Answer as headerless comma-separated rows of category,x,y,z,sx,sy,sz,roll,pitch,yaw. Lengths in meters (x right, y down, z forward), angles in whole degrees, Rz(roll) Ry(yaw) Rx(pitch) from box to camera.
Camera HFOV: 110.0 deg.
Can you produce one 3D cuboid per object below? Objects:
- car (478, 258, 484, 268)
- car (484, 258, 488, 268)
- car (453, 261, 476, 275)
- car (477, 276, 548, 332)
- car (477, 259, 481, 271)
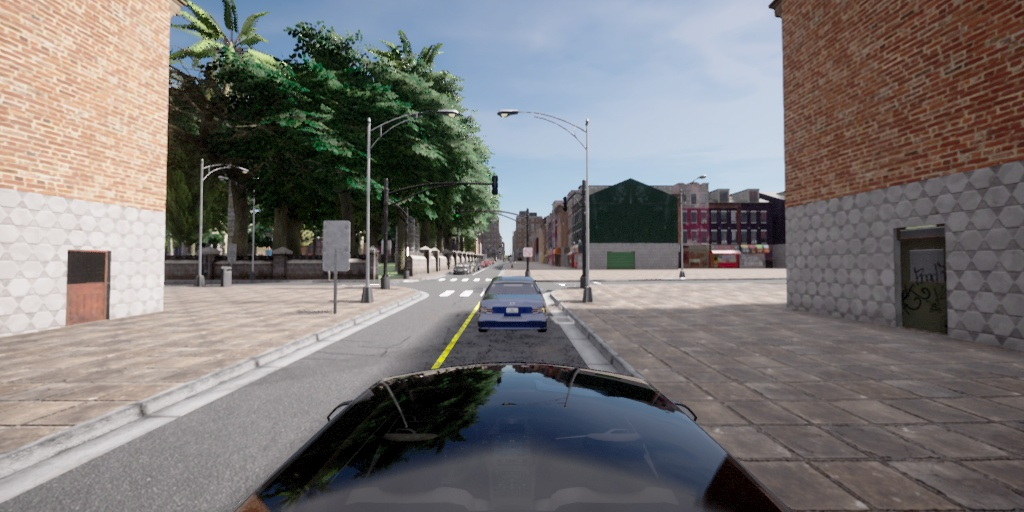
car,-5.568,1.403,52.547,1.948,1.339,4.313,0,0,0
car,-5.648,1.456,63.446,1.802,1.307,4.207,0,0,0
car,-5.502,1.357,39.962,2.007,1.370,4.403,0,0,0
car,0.026,1.307,10.817,2.033,1.411,5.357,0,0,0
car,-5.527,1.373,47.097,2.007,1.370,4.403,0,0,0
